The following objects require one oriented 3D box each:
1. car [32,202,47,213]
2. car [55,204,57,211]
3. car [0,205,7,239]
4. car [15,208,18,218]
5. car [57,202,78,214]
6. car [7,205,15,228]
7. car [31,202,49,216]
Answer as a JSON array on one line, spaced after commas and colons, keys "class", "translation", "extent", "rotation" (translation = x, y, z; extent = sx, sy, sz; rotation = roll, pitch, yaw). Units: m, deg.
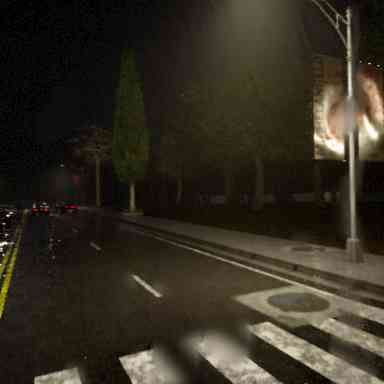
[{"class": "car", "translation": [-23.079, 2.252, 50.186], "extent": [1.837, 1.490, 4.892], "rotation": [-1, 0, -26]}, {"class": "car", "translation": [-20.135, 2.210, 51.541], "extent": [1.812, 1.442, 4.674], "rotation": [-1, 0, -25]}, {"class": "car", "translation": [-10.525, 1.646, 16.210], "extent": [2.097, 1.767, 4.553], "rotation": [-1, 0, -26]}, {"class": "car", "translation": [-19.247, 2.085, 34.392], "extent": [1.812, 1.442, 4.674], "rotation": [-1, 0, -25]}, {"class": "car", "translation": [-15.726, 2.023, 42.412], "extent": [1.837, 1.490, 4.892], "rotation": [-1, 0, -26]}, {"class": "car", "translation": [-14.883, 1.983, 25.264], "extent": [1.994, 1.385, 4.181], "rotation": [-1, 0, -26]}, {"class": "car", "translation": [-18.623, 2.127, 40.950], "extent": [2.033, 1.411, 5.357], "rotation": [-1, 0, -26]}]
